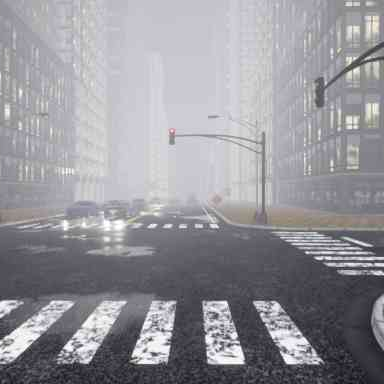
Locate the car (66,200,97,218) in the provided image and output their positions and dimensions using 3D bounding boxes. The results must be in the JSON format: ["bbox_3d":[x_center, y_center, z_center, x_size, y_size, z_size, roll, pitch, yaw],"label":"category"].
[{"bbox_3d":[-9.862,1.503,30.408,1.882,1.535,5.008,0,0,0],"label":"car"}]

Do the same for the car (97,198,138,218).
[{"bbox_3d":[-6.609,1.517,30.160,2.128,1.511,4.902,0,0,0],"label":"car"}]

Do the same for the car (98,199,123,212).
[{"bbox_3d":[-9.862,1.609,40.585,1.994,1.385,4.181,0,0,0],"label":"car"}]

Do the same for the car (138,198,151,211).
[{"bbox_3d":[-6.611,1.524,41.111,1.882,1.535,5.008,0,0,0],"label":"car"}]

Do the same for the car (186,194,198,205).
[{"bbox_3d":[-0.016,1.606,60.194,1.837,1.490,4.892,0,0,0],"label":"car"}]

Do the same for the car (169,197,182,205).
[{"bbox_3d":[-3.168,1.592,60.038,2.128,1.511,4.902,0,0,0],"label":"car"}]

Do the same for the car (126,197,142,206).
[{"bbox_3d":[-9.831,1.654,56.840,1.994,1.385,4.181,0,0,0],"label":"car"}]

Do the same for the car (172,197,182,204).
[{"bbox_3d":[-3.202,1.703,70.366,1.994,1.385,4.181,0,0,0],"label":"car"}]

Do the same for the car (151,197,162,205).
[{"bbox_3d":[-6.559,1.625,59.733,1.812,1.442,4.674,0,0,1],"label":"car"}]
